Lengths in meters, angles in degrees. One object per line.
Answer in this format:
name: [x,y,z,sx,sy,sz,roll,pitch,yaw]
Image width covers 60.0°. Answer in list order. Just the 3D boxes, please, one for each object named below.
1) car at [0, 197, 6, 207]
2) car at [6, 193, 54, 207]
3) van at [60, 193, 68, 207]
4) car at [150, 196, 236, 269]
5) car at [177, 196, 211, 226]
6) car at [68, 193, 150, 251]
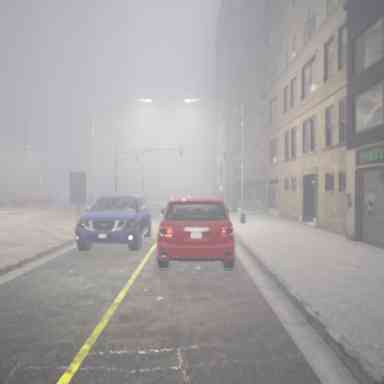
car: [-25.945,1.260,42.480,4.313,1.339,1.947,0,0,-1]
car: [-20.306,1.011,42.556,5.009,1.841,2.192,0,0,-1]
van: [-14.665,1.037,42.634,3.998,1.788,1.690,0,0,-1]
car: [0.113,1.132,10.965,2.150,2.045,5.566,0,1,0]
car: [0.130,1.167,22.486,2.097,1.767,4.553,0,0,0]
car: [-2.986,1.107,13.890,2.150,2.045,5.566,0,0,0]
